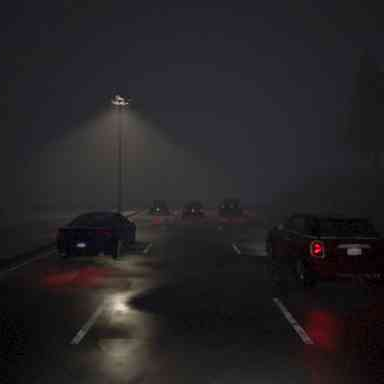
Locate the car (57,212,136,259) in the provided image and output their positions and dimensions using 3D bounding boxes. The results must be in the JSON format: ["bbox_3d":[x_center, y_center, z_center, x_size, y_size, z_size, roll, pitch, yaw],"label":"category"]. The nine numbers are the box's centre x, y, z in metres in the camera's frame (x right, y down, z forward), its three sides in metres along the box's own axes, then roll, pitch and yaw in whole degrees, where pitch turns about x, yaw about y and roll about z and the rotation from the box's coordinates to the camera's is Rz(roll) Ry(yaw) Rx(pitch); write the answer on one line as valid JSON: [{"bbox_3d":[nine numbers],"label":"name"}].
[{"bbox_3d":[-3.399,1.477,12.689,1.882,1.535,5.008,0,0,0],"label":"car"}]

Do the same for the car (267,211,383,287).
[{"bbox_3d":[3.599,1.351,9.489,2.097,1.767,4.553,0,0,0],"label":"car"}]

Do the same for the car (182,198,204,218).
[{"bbox_3d":[0.094,1.548,29.777,2.033,1.411,5.357,0,0,0],"label":"car"}]

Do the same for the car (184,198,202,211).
[{"bbox_3d":[0.241,1.491,42.097,2.128,1.511,4.902,0,0,2],"label":"car"}]

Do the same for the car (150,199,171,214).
[{"bbox_3d":[-3.391,1.501,35.471,1.837,1.490,4.892,0,-1,0],"label":"car"}]

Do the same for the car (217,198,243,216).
[{"bbox_3d":[3.595,1.352,32.314,2.097,1.767,4.553,0,0,0],"label":"car"}]
